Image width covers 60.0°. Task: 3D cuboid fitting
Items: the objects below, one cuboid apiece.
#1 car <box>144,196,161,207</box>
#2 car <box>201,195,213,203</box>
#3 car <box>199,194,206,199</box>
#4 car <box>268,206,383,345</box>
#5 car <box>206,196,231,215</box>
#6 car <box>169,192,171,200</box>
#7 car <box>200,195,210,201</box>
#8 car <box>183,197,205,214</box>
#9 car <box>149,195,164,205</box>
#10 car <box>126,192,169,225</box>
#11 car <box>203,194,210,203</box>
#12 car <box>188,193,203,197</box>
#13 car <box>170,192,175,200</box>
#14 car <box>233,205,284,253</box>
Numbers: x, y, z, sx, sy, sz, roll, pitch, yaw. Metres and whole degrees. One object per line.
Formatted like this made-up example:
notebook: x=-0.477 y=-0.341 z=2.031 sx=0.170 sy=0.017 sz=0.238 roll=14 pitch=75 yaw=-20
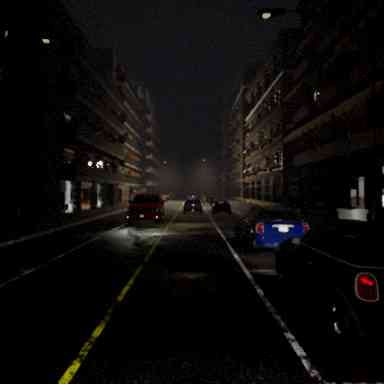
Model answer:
car: x=-5.667 y=1.312 z=48.267 sx=2.008 sy=1.369 sz=4.403 roll=0 pitch=0 yaw=0
car: x=2.718 y=1.270 z=59.532 sx=1.947 sy=1.339 sz=4.313 roll=0 pitch=0 yaw=0
car: x=2.732 y=1.144 z=87.713 sx=1.802 sy=1.307 sz=4.206 roll=0 pitch=0 yaw=0
car: x=3.115 y=1.320 z=6.500 sx=2.097 sy=1.767 sz=4.553 roll=0 pitch=0 yaw=0
car: x=2.706 y=1.396 z=31.351 sx=2.008 sy=1.369 sz=4.403 roll=0 pitch=0 yaw=0
car: x=-5.660 y=1.220 z=65.176 sx=1.887 sy=1.381 sz=4.507 roll=0 pitch=0 yaw=0
car: x=2.723 y=1.229 z=70.804 sx=1.802 sy=1.307 sz=4.206 roll=0 pitch=0 yaw=0
car: x=0.092 y=1.435 z=33.565 sx=1.895 sy=1.301 sz=4.718 roll=0 pitch=0 yaw=0
car: x=-5.665 y=1.283 z=53.904 sx=2.008 sy=1.369 sz=4.403 roll=0 pitch=0 yaw=0
car: x=-3.090 y=1.108 z=23.222 sx=2.150 sy=2.045 sz=5.566 roll=0 pitch=0 yaw=0
car: x=2.717 y=1.257 z=54.065 sx=1.752 sy=1.417 sz=4.829 roll=0 pitch=0 yaw=0
car: x=0.071 y=1.264 z=46.168 sx=2.128 sy=1.511 sz=4.902 roll=0 pitch=0 yaw=1
car: x=-5.654 y=0.934 z=76.448 sx=2.192 sy=1.841 sz=5.009 roll=0 pitch=0 yaw=0
car: x=3.118 y=1.285 z=13.500 sx=2.097 sy=1.767 sz=4.553 roll=0 pitch=0 yaw=0
